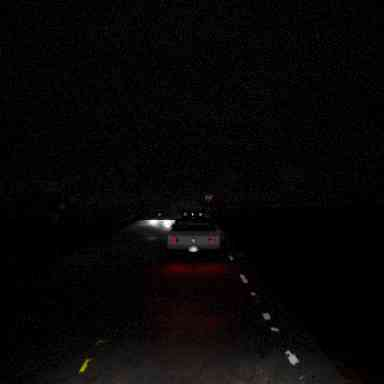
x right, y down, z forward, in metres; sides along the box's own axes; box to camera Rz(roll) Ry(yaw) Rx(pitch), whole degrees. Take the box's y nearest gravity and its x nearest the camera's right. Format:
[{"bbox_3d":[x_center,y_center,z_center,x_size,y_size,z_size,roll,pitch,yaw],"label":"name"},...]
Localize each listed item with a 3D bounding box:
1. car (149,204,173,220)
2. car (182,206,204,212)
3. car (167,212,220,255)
[{"bbox_3d":[-2.800,1.797,30.809,1.994,1.385,4.181,0,0,0],"label":"car"},{"bbox_3d":[0.082,1.816,28.508,1.895,1.301,4.718,0,0,0],"label":"car"},{"bbox_3d":[0.073,1.703,13.687,1.895,1.301,4.718,0,0,0],"label":"car"}]
